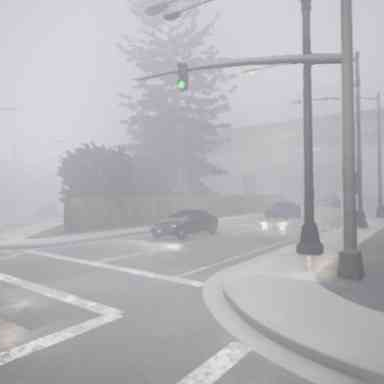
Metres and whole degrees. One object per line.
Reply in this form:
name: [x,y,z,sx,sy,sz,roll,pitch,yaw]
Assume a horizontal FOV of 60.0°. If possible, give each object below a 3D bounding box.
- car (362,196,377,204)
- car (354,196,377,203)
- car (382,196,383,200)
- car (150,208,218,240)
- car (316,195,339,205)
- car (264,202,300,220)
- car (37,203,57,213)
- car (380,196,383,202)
car: [34.438,1.598,66.184,4.974,1.542,2.038,0,-1,-29]
car: [34.481,1.441,66.211,4.536,1.218,1.853,0,-1,-29]
car: [37.626,1.531,63.494,2.038,1.542,4.974,-1,-1,16]
car: [-0.265,1.649,18.193,1.812,1.442,4.674,-1,-1,35]
car: [17.138,1.103,42.081,2.097,1.767,4.553,-1,-1,36]
car: [8.142,1.607,29.827,1.882,1.535,5.008,-1,-1,36]
car: [-20.348,2.211,46.813,2.033,1.411,5.357,0,-1,-14]
car: [37.637,1.374,63.546,1.853,1.218,4.536,-1,-1,16]
